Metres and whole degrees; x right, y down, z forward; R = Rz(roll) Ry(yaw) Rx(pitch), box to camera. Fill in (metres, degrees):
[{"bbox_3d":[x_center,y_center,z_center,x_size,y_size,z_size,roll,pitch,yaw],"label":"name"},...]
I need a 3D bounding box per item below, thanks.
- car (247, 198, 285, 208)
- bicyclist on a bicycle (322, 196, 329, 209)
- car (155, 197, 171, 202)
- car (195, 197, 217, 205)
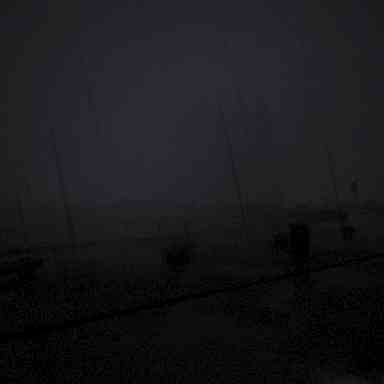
[{"bbox_3d":[8.462,1.491,38.327,2.128,1.511,4.902,0,0,-35],"label":"car"},{"bbox_3d":[16.603,1.349,41.360,1.656,1.620,0.582,0,0,-35],"label":"bicyclist on a bicycle"},{"bbox_3d":[-4.918,1.525,57.348,1.812,1.442,4.674,0,0,-35],"label":"car"},{"bbox_3d":[2.007,1.547,54.553,2.033,1.411,5.357,0,0,-35],"label":"car"}]
